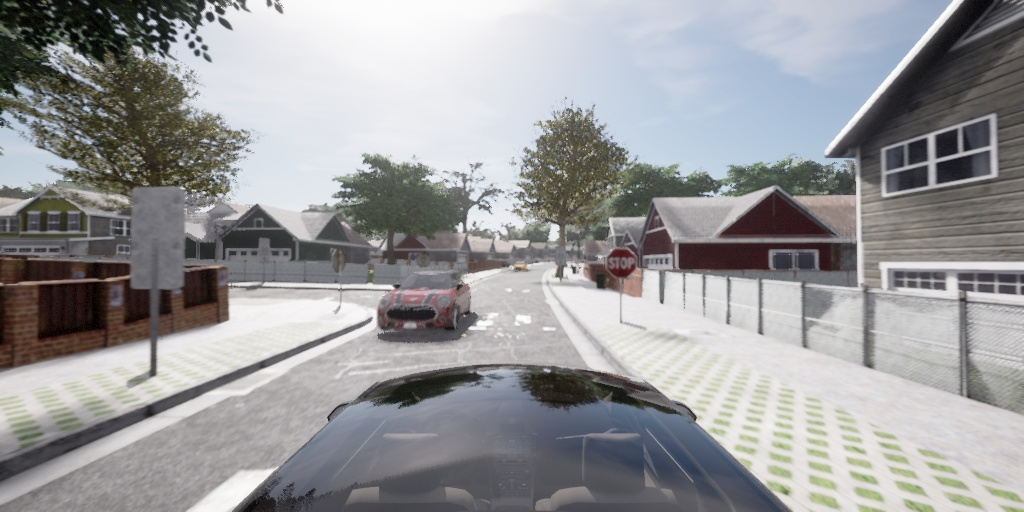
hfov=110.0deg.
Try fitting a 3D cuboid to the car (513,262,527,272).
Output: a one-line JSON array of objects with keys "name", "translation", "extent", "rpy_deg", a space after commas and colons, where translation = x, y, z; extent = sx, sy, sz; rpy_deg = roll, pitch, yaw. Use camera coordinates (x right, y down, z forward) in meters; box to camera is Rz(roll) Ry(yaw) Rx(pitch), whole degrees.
[{"name": "car", "translation": [1.365, 1.693, 58.441], "extent": [1.882, 1.535, 5.008], "rpy_deg": [0, 0, 8]}]

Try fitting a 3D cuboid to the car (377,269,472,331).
[{"name": "car", "translation": [-2.572, 1.232, 11.519], "extent": [2.097, 1.767, 4.553], "rpy_deg": [0, -1, 2]}]
